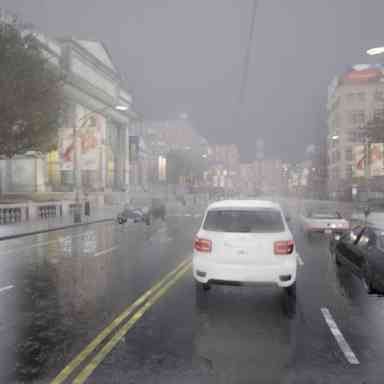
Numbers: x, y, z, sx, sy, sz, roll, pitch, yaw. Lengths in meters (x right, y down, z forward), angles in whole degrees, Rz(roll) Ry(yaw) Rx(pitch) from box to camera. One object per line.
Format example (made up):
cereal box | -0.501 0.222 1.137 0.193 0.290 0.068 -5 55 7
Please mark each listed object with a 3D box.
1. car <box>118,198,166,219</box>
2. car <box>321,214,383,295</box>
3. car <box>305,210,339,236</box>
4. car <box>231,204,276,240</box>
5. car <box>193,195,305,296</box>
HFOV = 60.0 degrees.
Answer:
car | -3.125 1.068 21.591 2.097 1.767 4.553 0 0 12
car | 4.958 1.545 8.466 2.033 1.411 5.357 0 0 11
car | 6.965 1.597 18.017 1.895 1.301 4.718 0 0 12
car | 3.425 1.487 18.249 2.128 1.511 4.902 0 0 12
car | 1.464 1.219 8.943 2.150 2.045 5.566 0 0 11
